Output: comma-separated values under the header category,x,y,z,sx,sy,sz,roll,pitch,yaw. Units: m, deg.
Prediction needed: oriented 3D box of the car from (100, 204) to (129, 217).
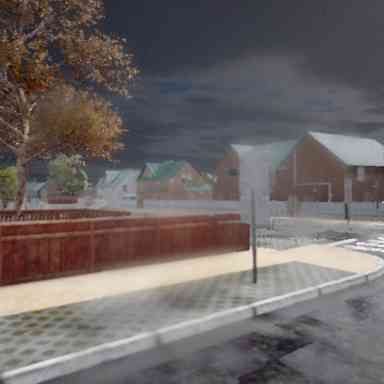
category,x,y,z,sx,sy,sz,roll,pitch,yaw
car,-8.677,2.083,37.271,1.882,1.535,5.008,-2,0,-36
